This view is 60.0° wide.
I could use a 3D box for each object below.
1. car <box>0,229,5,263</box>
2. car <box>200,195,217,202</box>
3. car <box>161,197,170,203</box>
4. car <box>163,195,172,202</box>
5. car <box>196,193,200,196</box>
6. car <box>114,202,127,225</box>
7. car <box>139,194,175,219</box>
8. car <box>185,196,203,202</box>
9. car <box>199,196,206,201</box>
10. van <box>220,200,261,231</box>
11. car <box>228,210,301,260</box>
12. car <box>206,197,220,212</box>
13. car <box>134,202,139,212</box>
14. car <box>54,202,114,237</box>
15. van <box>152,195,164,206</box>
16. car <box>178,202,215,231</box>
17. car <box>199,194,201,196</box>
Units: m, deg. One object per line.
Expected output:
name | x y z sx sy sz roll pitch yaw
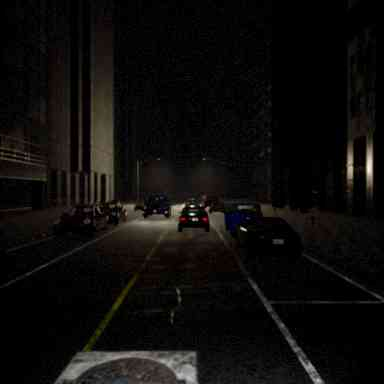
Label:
car | -5.859 1.317 6.699 2.192 1.841 5.009 0 0 0
car | 2.661 1.388 46.157 2.192 1.841 5.009 0 0 0
car | -5.866 1.696 74.378 1.802 1.307 4.206 0 0 0
car | -5.867 1.558 80.019 1.967 1.590 4.097 0 0 0
car | 2.659 1.557 79.995 1.967 1.590 4.097 0 0 0
car | -5.861 1.459 23.617 1.967 1.590 4.097 0 0 0
car | -3.027 1.255 30.002 2.150 2.045 5.566 0 0 0
car | 0.095 1.590 42.792 1.812 1.442 4.674 0 0 0
car | 2.658 1.702 85.634 1.802 1.307 4.206 0 0 0
van | 2.664 1.352 17.965 1.690 1.788 3.998 0 0 0
car | 2.666 1.570 12.326 1.947 1.339 4.313 0 0 0
car | 2.663 1.570 35.089 1.752 1.417 4.829 0 0 1
car | -5.871 1.583 40.334 1.752 1.417 4.829 0 0 1
car | -5.861 1.451 17.979 1.967 1.590 4.097 0 0 0
van | -5.866 1.437 57.459 1.690 1.788 3.998 0 0 0
car | 0.098 1.561 20.776 2.033 1.411 5.357 0 0 0
car | 2.660 1.400 51.798 2.192 1.841 5.009 0 0 0
